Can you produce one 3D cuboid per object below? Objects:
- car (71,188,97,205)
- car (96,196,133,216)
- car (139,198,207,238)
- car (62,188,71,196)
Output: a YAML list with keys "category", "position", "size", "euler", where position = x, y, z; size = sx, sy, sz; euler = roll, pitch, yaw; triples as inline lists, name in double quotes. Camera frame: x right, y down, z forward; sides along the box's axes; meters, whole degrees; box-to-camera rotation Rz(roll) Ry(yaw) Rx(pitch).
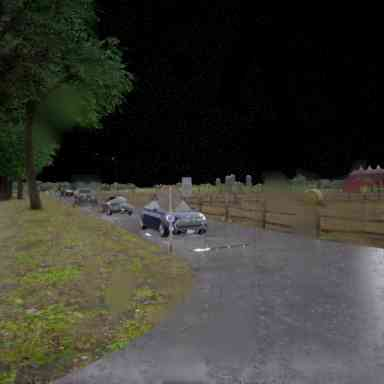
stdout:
- category: "car"
  position: [-13.482, 0.567, 42.132]
  size: [2.150, 2.045, 5.566]
  euler: [-1, 1, -26]
- category: "car"
  position: [-6.245, 1.079, 27.210]
  size: [1.837, 1.490, 4.892]
  euler: [-1, 1, -26]
- category: "car"
  position: [-1.055, 1.114, 16.557]
  size: [2.097, 1.767, 4.553]
  euler: [-1, 1, -26]
- category: "car"
  position: [-32.137, 0.250, 86.849]
  size: [1.882, 1.535, 5.008]
  euler: [-1, 1, -26]
